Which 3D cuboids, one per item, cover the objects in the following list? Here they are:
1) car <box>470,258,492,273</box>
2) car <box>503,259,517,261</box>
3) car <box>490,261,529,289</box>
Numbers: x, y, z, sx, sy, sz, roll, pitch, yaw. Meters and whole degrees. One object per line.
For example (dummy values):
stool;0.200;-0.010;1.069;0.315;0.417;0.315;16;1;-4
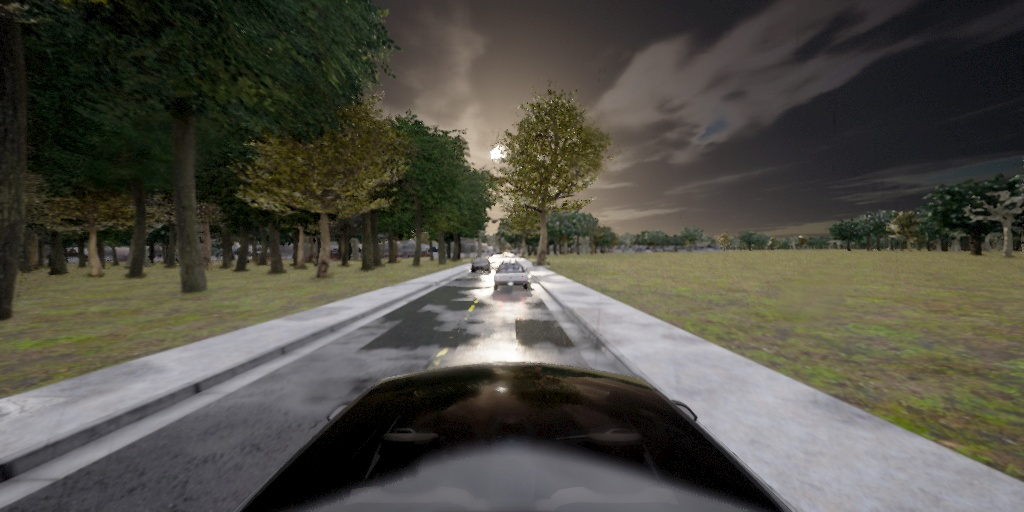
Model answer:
car;-3.059;0.917;36.032;1.837;1.490;4.892;-1;1;-1
car;-0.218;0.983;35.794;1.895;1.301;4.718;-1;1;0
car;-0.076;1.143;20.929;1.895;1.301;4.718;-1;1;0
